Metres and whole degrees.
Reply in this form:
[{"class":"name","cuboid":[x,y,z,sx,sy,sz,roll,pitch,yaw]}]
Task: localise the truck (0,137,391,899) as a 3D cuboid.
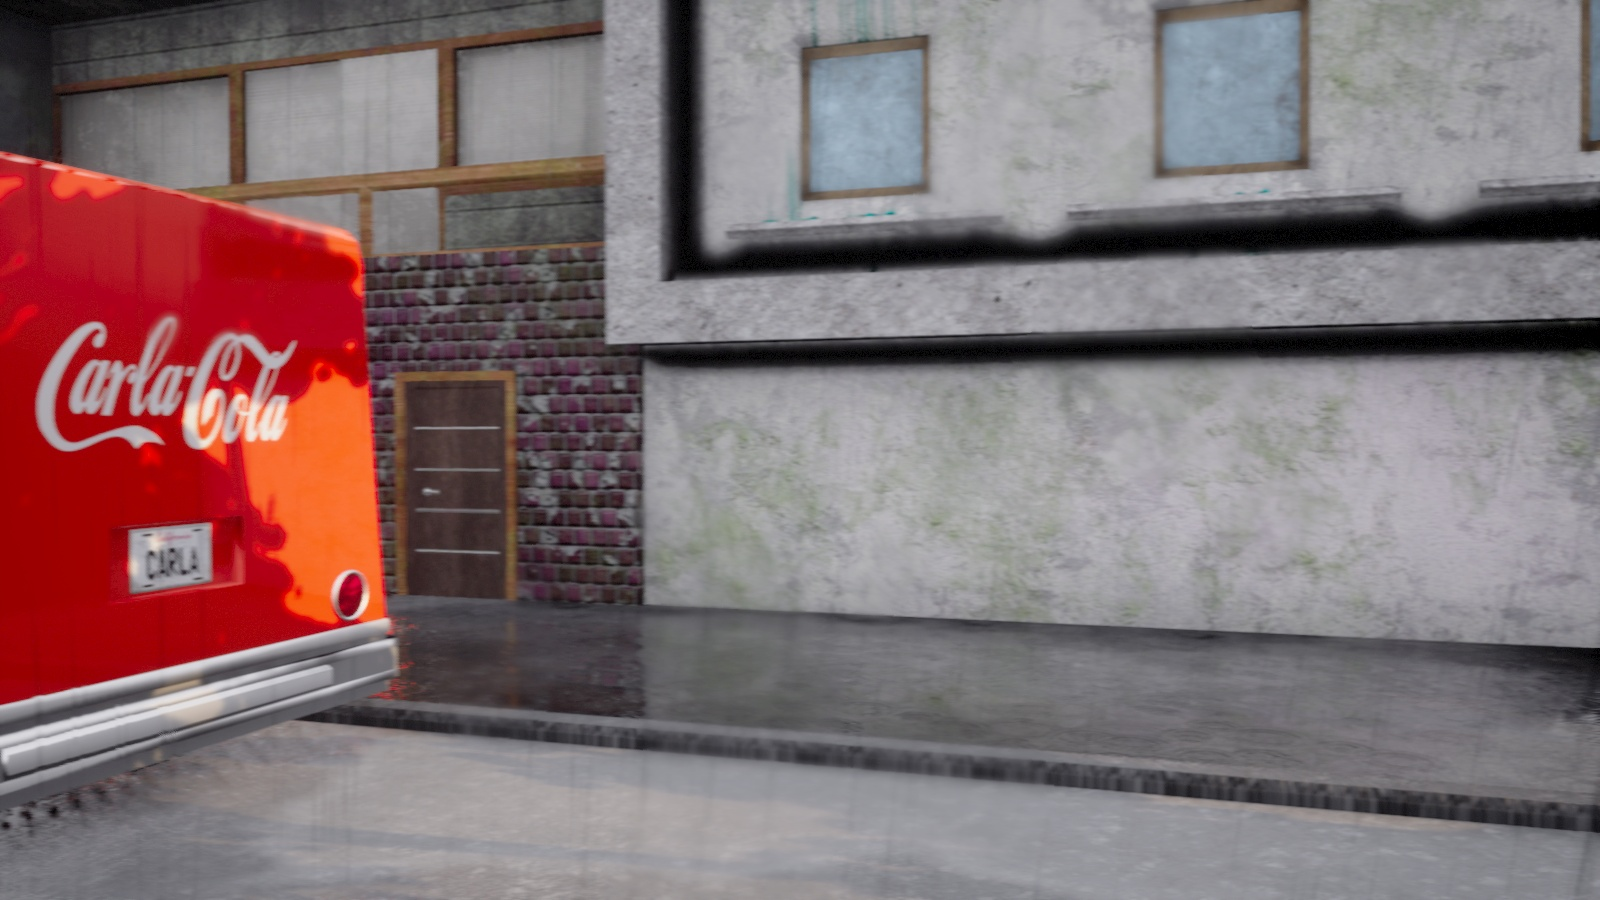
[{"class":"truck","cuboid":[-4.751,0.231,5.313,5.204,2.467,2.627,1,1,19]}]
